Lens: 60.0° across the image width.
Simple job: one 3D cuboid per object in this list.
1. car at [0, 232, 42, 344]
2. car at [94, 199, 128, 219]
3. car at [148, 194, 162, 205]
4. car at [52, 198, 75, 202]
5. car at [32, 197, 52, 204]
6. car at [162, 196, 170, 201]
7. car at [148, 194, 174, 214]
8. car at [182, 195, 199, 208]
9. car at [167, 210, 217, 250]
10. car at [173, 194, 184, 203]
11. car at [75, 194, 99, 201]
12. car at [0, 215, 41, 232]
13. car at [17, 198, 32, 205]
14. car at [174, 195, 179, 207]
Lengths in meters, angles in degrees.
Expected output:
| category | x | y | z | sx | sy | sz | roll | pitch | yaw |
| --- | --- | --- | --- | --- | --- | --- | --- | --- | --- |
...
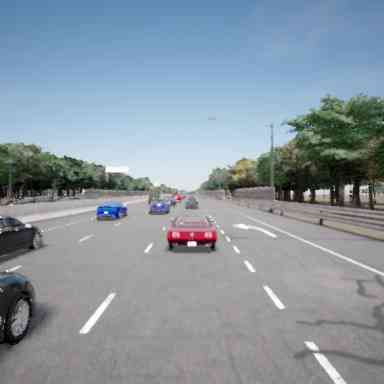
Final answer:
| category | x | y | z | sx | sy | sz | roll | pitch | yaw |
| --- | --- | --- | --- | --- | --- | --- | --- | --- | --- |
| car | -3.498 | 1.515 | 3.557 | 1.837 | 1.490 | 4.892 | 0 | 0 | 0 |
| car | -7.010 | 1.548 | 29.565 | 1.882 | 1.535 | 5.008 | 0 | 0 | 0 |
| car | -7.033 | 1.390 | 63.609 | 2.150 | 2.045 | 5.566 | 0 | 0 | 0 |
| car | -21.041 | 1.698 | 56.189 | 2.033 | 1.411 | 5.357 | 0 | 0 | 0 |
| car | -24.548 | 1.653 | 56.185 | 1.837 | 1.490 | 4.892 | 0 | 0 | 0 |
| car | -7.050 | 1.777 | 89.591 | 1.812 | 1.442 | 4.674 | 0 | 0 | 0 |
| car | -3.517 | 1.441 | 37.476 | 2.097 | 1.767 | 4.553 | 0 | 0 | 0 |
| car | -0.023 | 1.614 | 49.512 | 2.128 | 1.511 | 4.902 | 0 | 0 | 0 |
| car | 0.001 | 1.629 | 14.529 | 1.895 | 1.301 | 4.718 | 0 | 0 | 0 |
| car | -3.541 | 1.434 | 76.614 | 2.150 | 2.045 | 5.566 | 0 | 0 | 0 |
| car | -17.544 | 1.392 | 56.780 | 2.150 | 2.045 | 5.566 | 0 | 0 | 0 |
| car | -6.998 | 1.532 | 11.575 | 1.837 | 1.490 | 4.892 | 0 | 0 | 0 |
| car | -28.033 | 1.698 | 57.539 | 2.033 | 1.411 | 5.357 | 0 | 0 | 0 |
| car | -3.528 | 1.665 | 54.514 | 1.812 | 1.442 | 4.674 | 0 | 0 | 0 |
